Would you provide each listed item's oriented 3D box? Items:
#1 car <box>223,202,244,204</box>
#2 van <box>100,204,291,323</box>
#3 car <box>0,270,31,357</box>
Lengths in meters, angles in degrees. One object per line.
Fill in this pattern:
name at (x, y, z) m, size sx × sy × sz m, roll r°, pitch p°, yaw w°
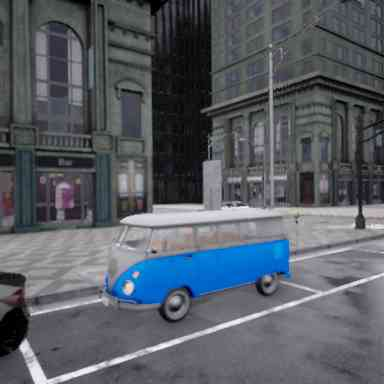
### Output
car at (4.082, 1.633, 31.141) m, size 1.812 × 1.442 × 4.674 m, roll -1°, pitch 0°, yaw -35°
van at (0.251, 1.288, 6.818) m, size 3.998 × 1.788 × 1.690 m, roll -1°, pitch 0°, yaw -35°
car at (-4.161, 1.584, 3.687) m, size 4.313 × 1.339 × 1.947 m, roll -1°, pitch 0°, yaw -35°
